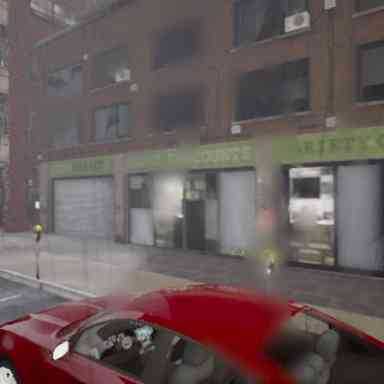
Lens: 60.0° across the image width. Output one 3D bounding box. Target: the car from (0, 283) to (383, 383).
[{"bbox_3d":[-0.057,1.534,2.928,4.507,1.381,1.887,0,-1,35],"label":"car"}]
